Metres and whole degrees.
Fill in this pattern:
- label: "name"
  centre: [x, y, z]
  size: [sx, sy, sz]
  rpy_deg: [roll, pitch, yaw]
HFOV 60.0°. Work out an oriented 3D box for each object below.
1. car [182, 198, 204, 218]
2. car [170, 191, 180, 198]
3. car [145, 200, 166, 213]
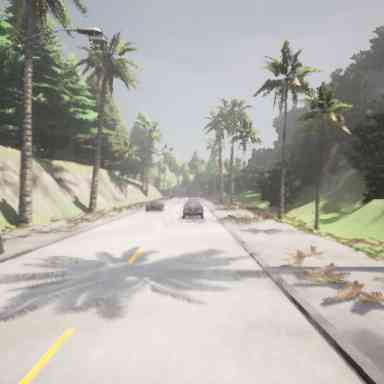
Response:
- label: "car"
  centre: [0.097, 1.540, 29.633]
  size: [2.033, 1.411, 5.357]
  rpy_deg: [0, 0, 0]
- label: "car"
  centre: [-3.947, 0.828, 78.787]
  size: [2.150, 2.045, 5.566]
  rpy_deg: [0, 0, 0]
- label: "car"
  centre: [-4.060, 1.595, 37.281]
  size: [1.895, 1.301, 4.718]
  rpy_deg: [0, 0, 0]
